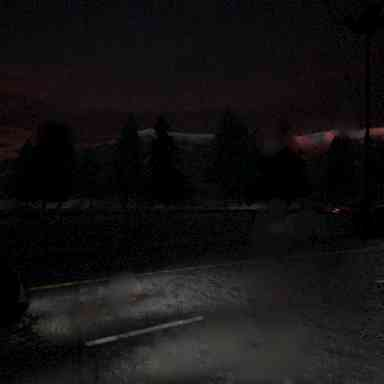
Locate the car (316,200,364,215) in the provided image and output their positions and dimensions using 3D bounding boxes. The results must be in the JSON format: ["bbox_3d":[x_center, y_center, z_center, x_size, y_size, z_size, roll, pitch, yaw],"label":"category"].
[{"bbox_3d":[13.480,1.569,28.552,4.553,1.767,2.097,1,0,-14],"label":"car"}]

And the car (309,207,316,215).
[{"bbox_3d":[13.838,1.712,32.252,5.008,1.535,1.882,0,0,-13],"label":"car"}]

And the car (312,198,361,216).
[{"bbox_3d":[15.723,1.617,36.263,4.553,1.767,2.097,0,0,-12],"label":"car"}]

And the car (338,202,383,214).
[{"bbox_3d":[13.774,1.731,25.031,4.674,1.442,1.812,1,0,-15],"label":"car"}]

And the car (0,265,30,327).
[{"bbox_3d":[-4.865,1.578,4.480,4.718,1.301,1.895,1,0,-36],"label":"car"}]
